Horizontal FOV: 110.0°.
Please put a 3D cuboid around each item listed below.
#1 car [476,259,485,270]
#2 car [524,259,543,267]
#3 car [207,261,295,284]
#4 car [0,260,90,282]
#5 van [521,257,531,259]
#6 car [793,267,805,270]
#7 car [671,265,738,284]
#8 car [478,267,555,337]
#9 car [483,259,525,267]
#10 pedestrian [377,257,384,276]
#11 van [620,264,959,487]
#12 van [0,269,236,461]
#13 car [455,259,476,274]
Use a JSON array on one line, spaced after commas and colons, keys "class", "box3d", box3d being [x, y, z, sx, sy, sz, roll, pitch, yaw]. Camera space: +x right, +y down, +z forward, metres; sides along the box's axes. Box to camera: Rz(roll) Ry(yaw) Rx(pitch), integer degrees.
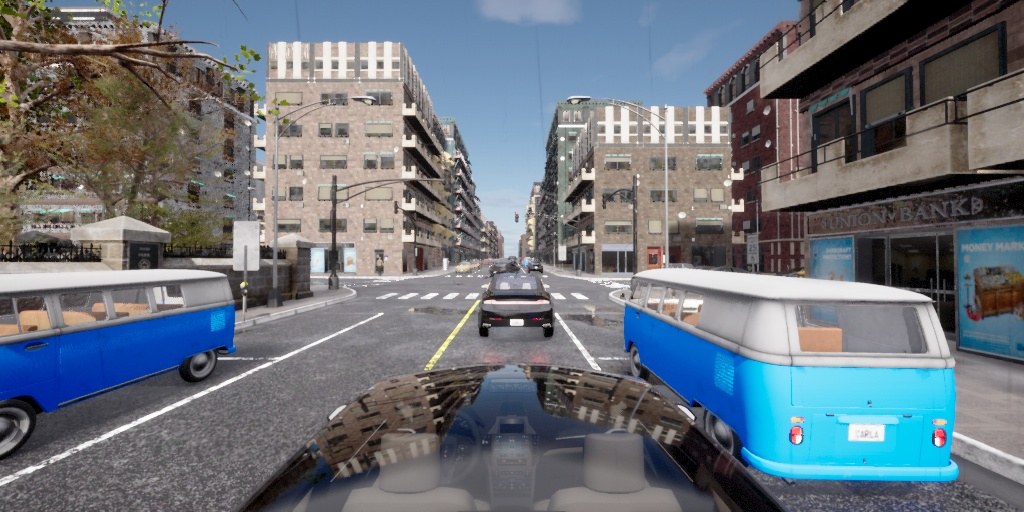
[{"class": "car", "box3d": [-5.652, 1.208, 53.786, 1.967, 1.591, 4.097, 0, 0, 0]}, {"class": "car", "box3d": [2.721, 1.330, 42.495, 1.948, 1.339, 4.313, 0, 0, 0]}, {"class": "car", "box3d": [-18.284, 1.142, 25.279, 4.892, 1.490, 1.837, 0, -1, 1]}, {"class": "car", "box3d": [-33.513, 1.059, 25.475, 4.892, 1.490, 1.837, 0, -1, 1]}, {"class": "van", "box3d": [2.734, 1.112, 59.422, 1.690, 1.789, 3.998, 0, 0, 0]}, {"class": "car", "box3d": [25.030, 1.414, 27.934, 5.008, 1.535, 1.882, 0, -1, 1]}, {"class": "car", "box3d": [14.973, 1.443, 28.062, 4.181, 1.385, 1.994, 0, -1, 1]}, {"class": "car", "box3d": [0.106, 1.244, 10.280, 2.128, 1.511, 4.902, 0, 0, 0]}, {"class": "car", "box3d": [-0.636, 1.286, 33.485, 1.812, 1.442, 4.674, 1, 0, 21]}, {"class": "pedestrian", "box3d": [-12.515, 0.967, 33.948, 0.375, 1.860, 0.375, 0, -1, 1]}, {"class": "van", "box3d": [2.661, 1.092, 4.549, 1.690, 1.789, 3.998, 0, 0, 0]}, {"class": "van", "box3d": [-5.654, 1.091, 4.556, 1.690, 1.789, 3.998, 0, 0, 0]}, {"class": "car", "box3d": [-5.659, 1.289, 42.331, 1.751, 1.417, 4.829, 0, 0, 0]}]
